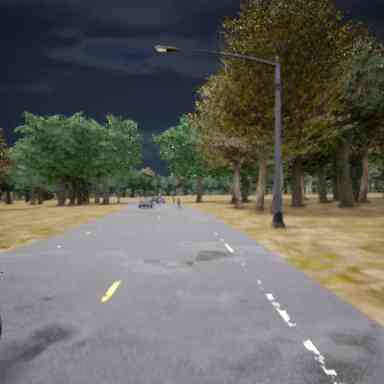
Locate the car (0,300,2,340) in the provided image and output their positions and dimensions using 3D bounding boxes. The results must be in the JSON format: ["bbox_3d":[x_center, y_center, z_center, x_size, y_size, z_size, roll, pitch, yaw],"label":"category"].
[{"bbox_3d":[-3.656,1.356,2.678,2.097,1.767,4.553,0,0,-1],"label":"car"}]

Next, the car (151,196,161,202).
[{"bbox_3d":[-9.162,1.780,84.571,2.128,1.511,4.902,0,-1,-13],"label":"car"}]

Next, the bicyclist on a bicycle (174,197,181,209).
[{"bbox_3d":[-1.827,1.534,46.089,0.582,1.620,1.656,0,-1,-7],"label":"bicyclist on a bicycle"}]

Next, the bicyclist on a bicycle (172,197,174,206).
[{"bbox_3d":[-2.983,1.579,55.017,0.582,1.620,1.656,0,-1,-8],"label":"bicyclist on a bicycle"}]

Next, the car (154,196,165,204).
[{"bbox_3d":[-7.003,1.816,73.570,2.033,1.411,5.357,0,-1,-11],"label":"car"}]

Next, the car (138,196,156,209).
[{"bbox_3d":[-6.429,1.644,46.289,1.994,1.385,4.181,0,0,-7],"label":"car"}]
